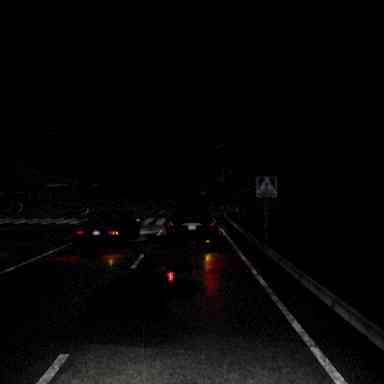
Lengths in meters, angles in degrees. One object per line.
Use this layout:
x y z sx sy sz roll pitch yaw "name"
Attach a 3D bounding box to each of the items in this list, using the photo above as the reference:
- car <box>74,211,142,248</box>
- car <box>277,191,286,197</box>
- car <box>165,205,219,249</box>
-3.500 1.545 14.667 2.033 1.411 5.357 0 0 0 "car"
20.624 0.428 73.538 1.812 1.442 4.674 0 2 -15 "car"
0.000 1.348 14.636 2.097 1.767 4.553 0 0 0 "car"
